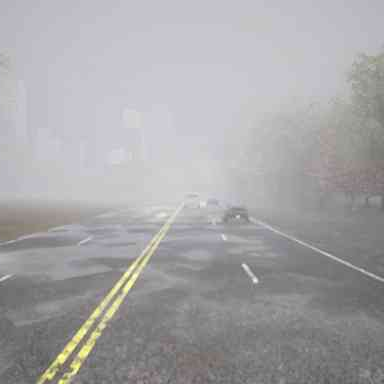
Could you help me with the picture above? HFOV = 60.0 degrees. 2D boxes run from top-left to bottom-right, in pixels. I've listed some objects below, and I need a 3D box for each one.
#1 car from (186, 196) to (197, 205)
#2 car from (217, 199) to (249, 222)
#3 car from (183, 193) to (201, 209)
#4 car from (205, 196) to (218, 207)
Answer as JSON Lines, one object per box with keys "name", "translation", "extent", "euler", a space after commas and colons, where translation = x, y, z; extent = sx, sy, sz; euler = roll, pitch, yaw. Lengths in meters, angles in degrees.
{"name": "car", "translation": [-0.114, 1.475, 60.818], "extent": [2.033, 1.411, 5.357], "euler": [0, 0, 0]}
{"name": "car", "translation": [3.261, 1.491, 25.860], "extent": [1.837, 1.490, 4.892], "euler": [0, 0, 0]}
{"name": "car", "translation": [0.008, 1.185, 45.492], "extent": [2.150, 2.045, 5.566], "euler": [0, 0, 0]}
{"name": "car", "translation": [3.166, 1.440, 51.378], "extent": [1.837, 1.490, 4.892], "euler": [1, 1, 0]}
